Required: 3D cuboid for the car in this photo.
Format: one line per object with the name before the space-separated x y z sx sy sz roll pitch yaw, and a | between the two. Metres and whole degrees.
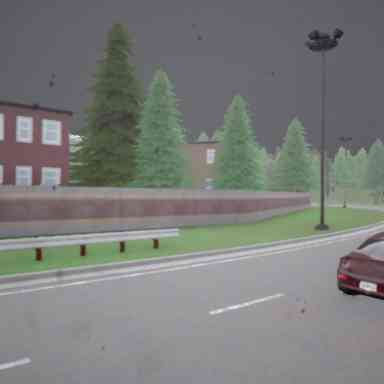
car | 5.074 1.616 7.623 4.674 1.442 1.812 1 0 -39
